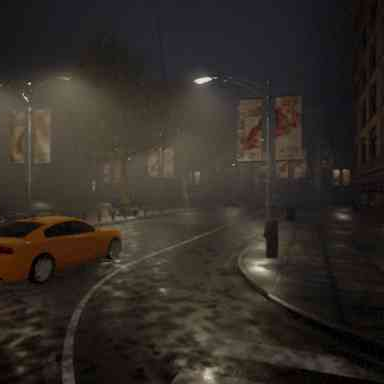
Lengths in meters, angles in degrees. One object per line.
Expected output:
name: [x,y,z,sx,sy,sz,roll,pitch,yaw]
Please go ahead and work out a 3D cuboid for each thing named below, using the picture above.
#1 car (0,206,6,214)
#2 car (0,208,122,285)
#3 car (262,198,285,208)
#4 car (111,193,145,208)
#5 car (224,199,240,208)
car: [-15.324,1.379,22.867,1.837,1.490,4.892,0,0,20]
car: [-3.924,1.444,9.590,1.882,1.535,5.008,0,0,20]
car: [11.883,1.580,48.404,1.812,1.442,4.674,0,0,41]
car: [-8.101,1.156,42.774,2.150,2.045,5.566,0,0,20]
car: [5.945,1.611,48.814,1.895,1.301,4.718,0,0,13]
